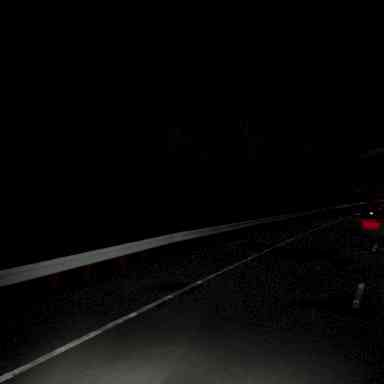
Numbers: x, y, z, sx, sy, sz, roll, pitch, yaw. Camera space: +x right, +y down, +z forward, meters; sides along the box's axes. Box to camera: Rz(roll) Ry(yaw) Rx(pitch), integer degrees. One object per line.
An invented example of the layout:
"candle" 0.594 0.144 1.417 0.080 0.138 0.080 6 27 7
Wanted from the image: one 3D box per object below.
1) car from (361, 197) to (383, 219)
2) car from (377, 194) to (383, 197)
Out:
"car" 16.239 1.505 29.462 1.837 1.490 4.892 0 0 35
"car" 22.346 1.221 37.962 2.150 2.045 5.566 0 0 36
